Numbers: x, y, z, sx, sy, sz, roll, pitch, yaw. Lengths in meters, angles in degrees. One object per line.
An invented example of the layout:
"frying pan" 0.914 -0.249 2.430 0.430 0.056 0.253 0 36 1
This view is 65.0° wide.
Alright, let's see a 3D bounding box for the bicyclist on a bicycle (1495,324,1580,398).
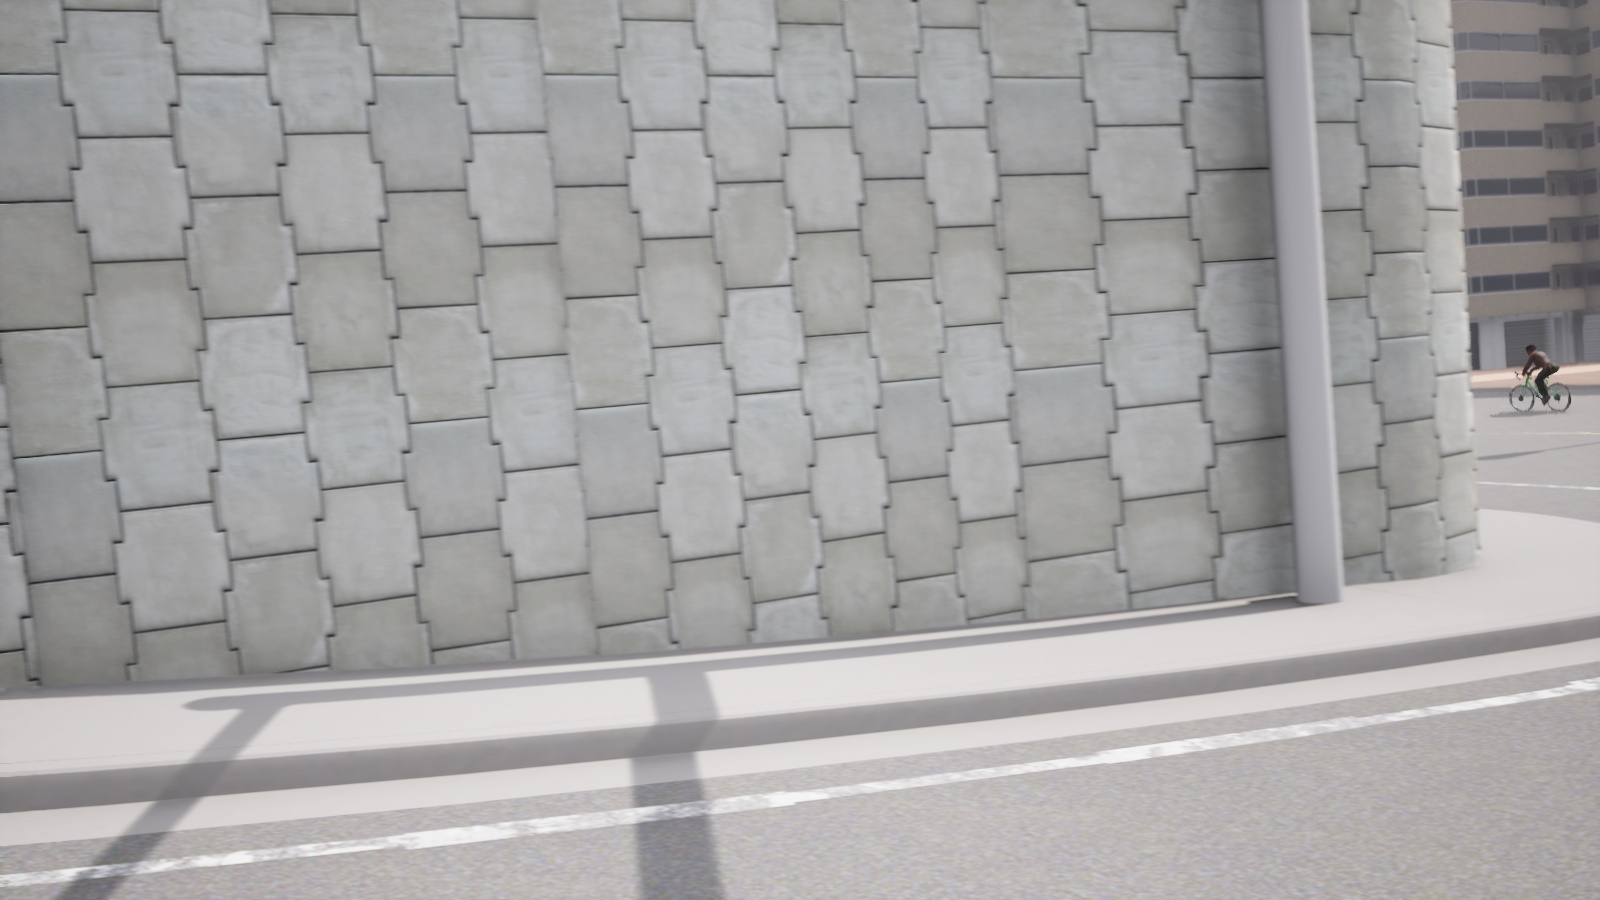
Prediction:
"bicyclist on a bicycle" 17.532 -2.087 29.881 0.582 1.620 1.656 -7 3 -19
